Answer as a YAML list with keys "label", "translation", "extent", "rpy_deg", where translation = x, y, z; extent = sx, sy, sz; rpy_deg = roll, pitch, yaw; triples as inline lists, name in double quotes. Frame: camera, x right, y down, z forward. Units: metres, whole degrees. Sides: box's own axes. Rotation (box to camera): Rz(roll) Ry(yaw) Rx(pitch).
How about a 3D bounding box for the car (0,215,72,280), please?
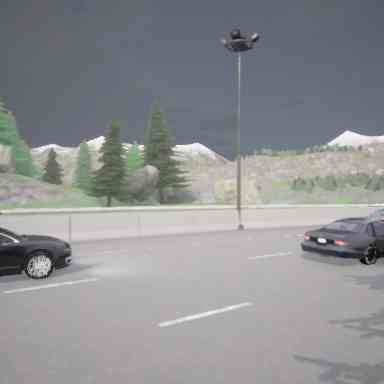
- label: "car"
  translation: [-5.555, 1.475, 8.273]
  extent: [4.892, 1.490, 1.837]
  rpy_deg: [0, 0, -35]

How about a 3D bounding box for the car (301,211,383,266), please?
- label: "car"
  translation: [6.269, 1.594, 11.754]
  extent: [5.357, 1.411, 2.033]
  rpy_deg: [0, 0, -30]

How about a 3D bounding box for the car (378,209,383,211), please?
- label: "car"
  translation: [11.625, 1.633, 18.650]
  extent: [5.357, 1.411, 2.033]
  rpy_deg: [0, 0, -27]
